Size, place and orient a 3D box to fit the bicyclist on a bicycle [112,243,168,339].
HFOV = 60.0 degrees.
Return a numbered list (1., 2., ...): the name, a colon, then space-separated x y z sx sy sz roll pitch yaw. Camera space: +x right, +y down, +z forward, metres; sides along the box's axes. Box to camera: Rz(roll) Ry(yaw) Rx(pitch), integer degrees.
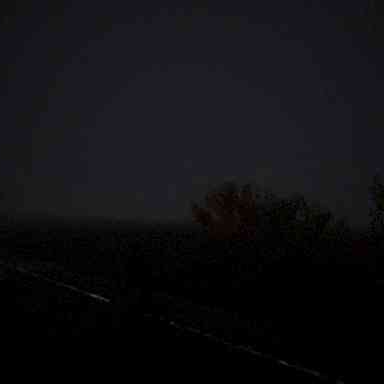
1. bicyclist on a bicycle: -1.014 1.815 6.296 1.656 1.620 0.582 -2 -5 42
